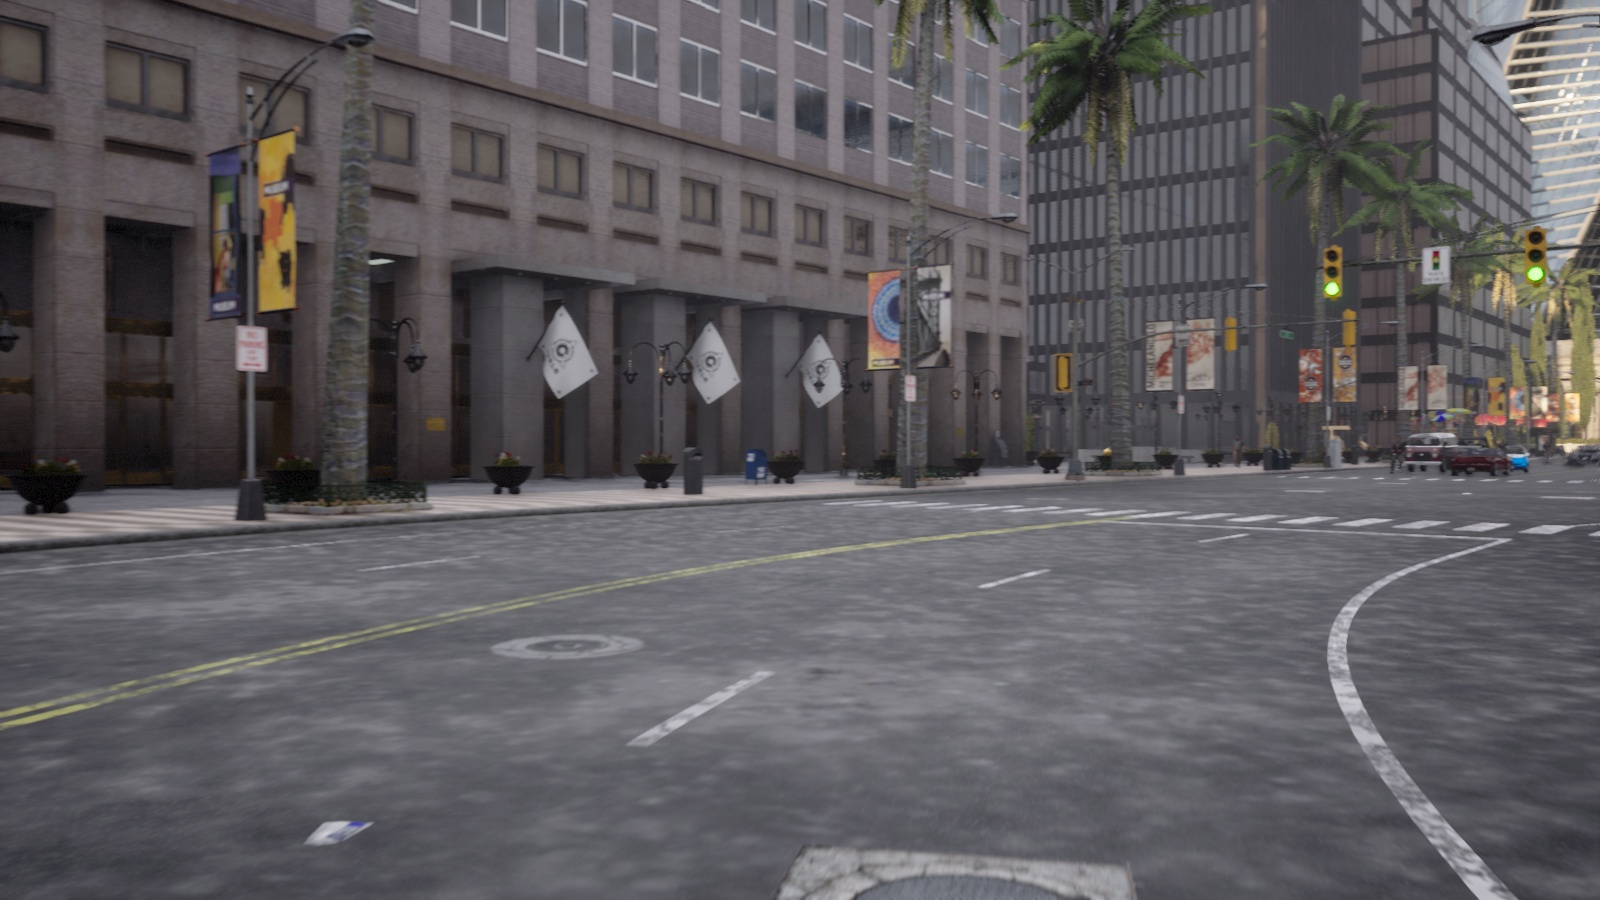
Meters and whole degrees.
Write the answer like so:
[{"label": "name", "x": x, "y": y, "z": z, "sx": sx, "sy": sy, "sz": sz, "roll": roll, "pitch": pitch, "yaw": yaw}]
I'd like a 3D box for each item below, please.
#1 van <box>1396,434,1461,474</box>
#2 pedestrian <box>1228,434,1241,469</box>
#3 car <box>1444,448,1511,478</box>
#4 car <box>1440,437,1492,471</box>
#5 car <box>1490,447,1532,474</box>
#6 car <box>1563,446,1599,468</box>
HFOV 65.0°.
[{"label": "van", "x": 32.790, "y": 0.170, "z": 65.472, "sx": 2.069, "sy": 2.038, "sz": 4.480, "roll": 0, "pitch": 1, "yaw": 39}, {"label": "pedestrian", "x": 22.946, "y": 0.078, "z": 66.372, "sx": 0.540, "sy": 1.848, "sz": 0.694, "roll": 0, "pitch": 0, "yaw": 29}, {"label": "car", "x": 31.550, "y": 0.586, "z": 58.445, "sx": 1.895, "sy": 1.301, "sz": 4.718, "roll": 0, "pitch": 0, "yaw": 39}, {"label": "car", "x": 38.327, "y": 0.219, "z": 72.240, "sx": 1.905, "sy": 1.878, "sz": 3.866, "roll": 0, "pitch": 0, "yaw": 39}, {"label": "car", "x": 36.551, "y": 0.518, "z": 64.545, "sx": 1.481, "sy": 1.376, "sz": 2.207, "roll": 0, "pitch": 1, "yaw": 39}, {"label": "car", "x": 52.629, "y": 0.450, "z": 84.225, "sx": 1.994, "sy": 1.385, "sz": 4.181, "roll": 0, "pitch": 0, "yaw": 39}]
